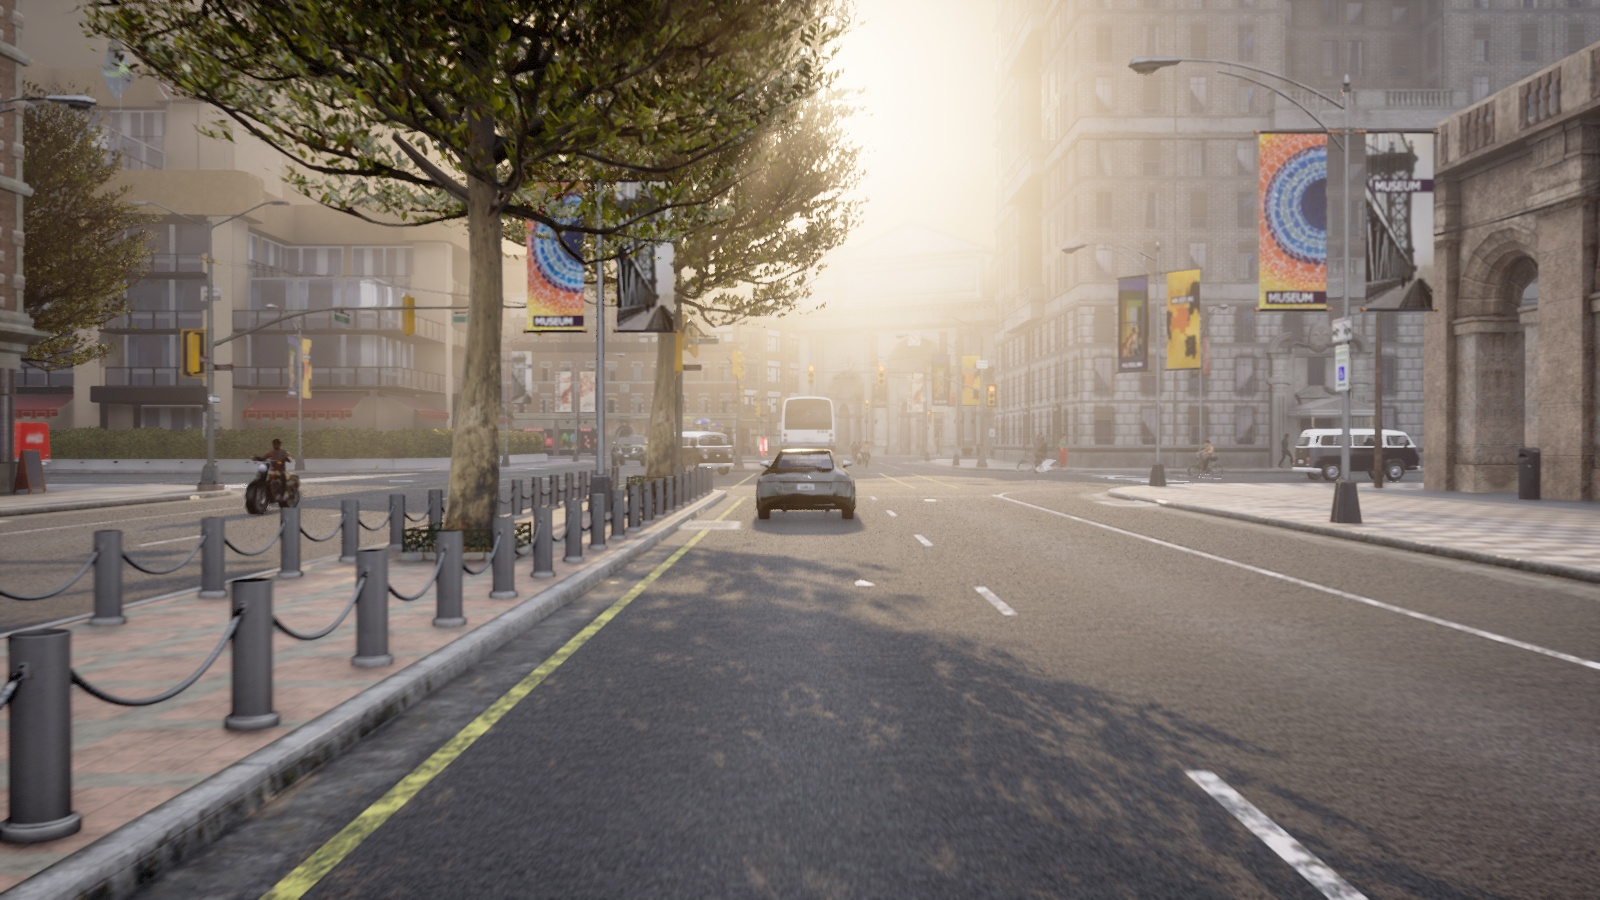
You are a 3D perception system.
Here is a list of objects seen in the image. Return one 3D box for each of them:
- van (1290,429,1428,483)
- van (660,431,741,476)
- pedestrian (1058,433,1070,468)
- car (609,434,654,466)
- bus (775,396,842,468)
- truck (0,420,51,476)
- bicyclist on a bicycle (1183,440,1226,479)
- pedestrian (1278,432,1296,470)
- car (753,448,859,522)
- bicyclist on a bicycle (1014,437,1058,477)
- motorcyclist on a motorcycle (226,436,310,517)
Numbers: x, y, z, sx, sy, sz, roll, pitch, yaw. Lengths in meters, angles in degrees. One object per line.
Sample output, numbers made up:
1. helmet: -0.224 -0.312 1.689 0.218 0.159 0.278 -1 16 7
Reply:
1. van: 21.819 0.212 49.177 4.480 2.038 2.069 0 0 0
2. van: -4.675 0.135 58.374 2.069 2.038 4.480 -1 1 -28
3. pedestrian: 13.865 0.040 65.931 0.345 1.836 0.594 0 0 -23
4. car: -10.967 -0.009 82.063 2.150 2.045 5.566 0 0 0
5. bus: 0.517 -1.079 79.275 3.944 4.253 10.273 0 0 0
6. truck: -36.918 -0.089 56.218 5.204 2.467 2.627 0 0 0
7. bicyclist on a bicycle: 16.934 0.398 52.577 1.509 1.612 0.866 0 1 -3
8. pedestrian: 25.266 0.054 65.153 0.788 1.949 0.423 0 0 4
9. car: 0.120 0.664 25.848 1.994 1.385 4.181 0 0 0
10. bicyclist on a bicycle: 10.566 0.307 56.185 1.843 1.776 0.659 0 0 0
11. motorcyclist on a motorcycle: -11.316 0.536 26.797 0.766 1.649 2.350 0 0 0
